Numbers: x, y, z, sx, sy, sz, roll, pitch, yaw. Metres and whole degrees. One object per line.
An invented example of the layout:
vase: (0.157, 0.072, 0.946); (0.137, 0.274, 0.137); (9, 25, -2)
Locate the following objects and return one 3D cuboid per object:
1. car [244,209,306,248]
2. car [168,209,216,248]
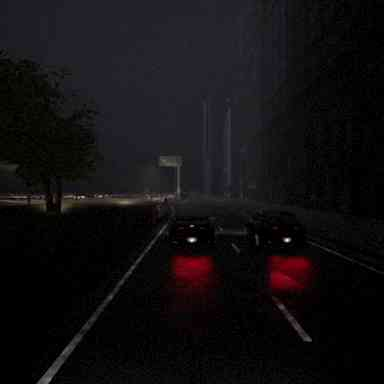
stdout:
car: (3.500, 1.513, 14.650); (1.837, 1.490, 4.892); (0, 0, 0)
car: (0.001, 1.513, 14.651); (1.837, 1.490, 4.892); (0, 0, 0)
